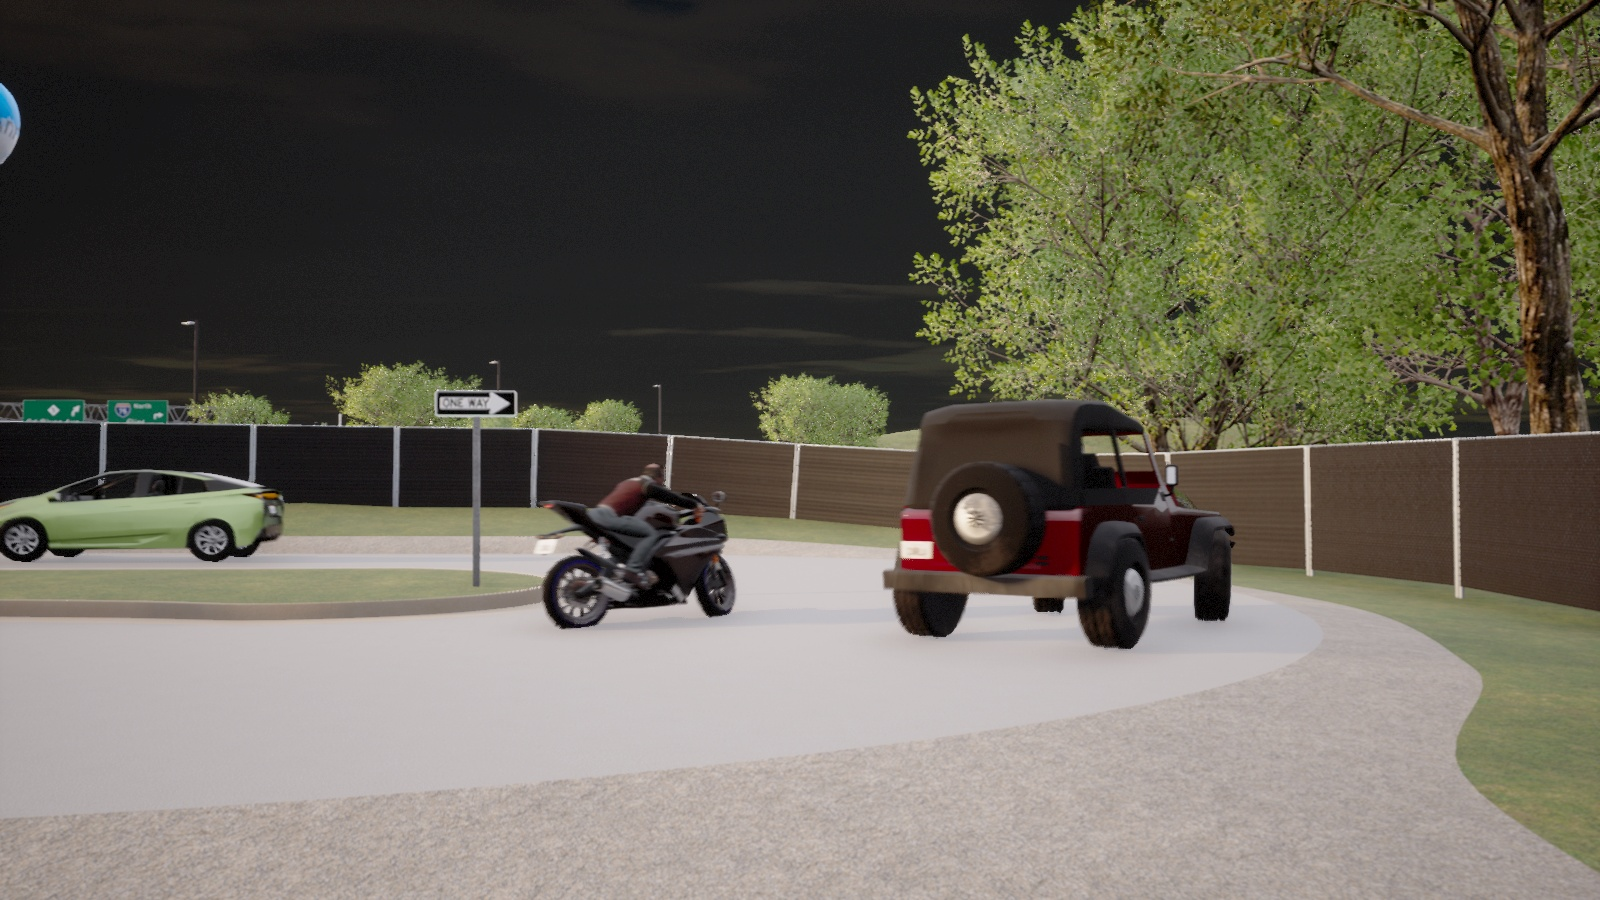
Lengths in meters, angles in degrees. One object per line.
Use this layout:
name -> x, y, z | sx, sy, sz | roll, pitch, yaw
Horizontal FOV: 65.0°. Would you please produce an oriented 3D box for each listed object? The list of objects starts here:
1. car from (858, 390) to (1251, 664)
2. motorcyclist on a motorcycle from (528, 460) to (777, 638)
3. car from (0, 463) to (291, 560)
car -> 2.332, 0.590, 10.726 | 1.905, 1.878, 3.866 | -1, -2, 35
motorcyclist on a motorcycle -> -1.359, 0.903, 11.877 | 2.191, 1.530, 0.866 | 1, -6, -42
car -> -11.166, 1.028, 21.048 | 4.514, 1.525, 2.007 | 1, -2, -9
